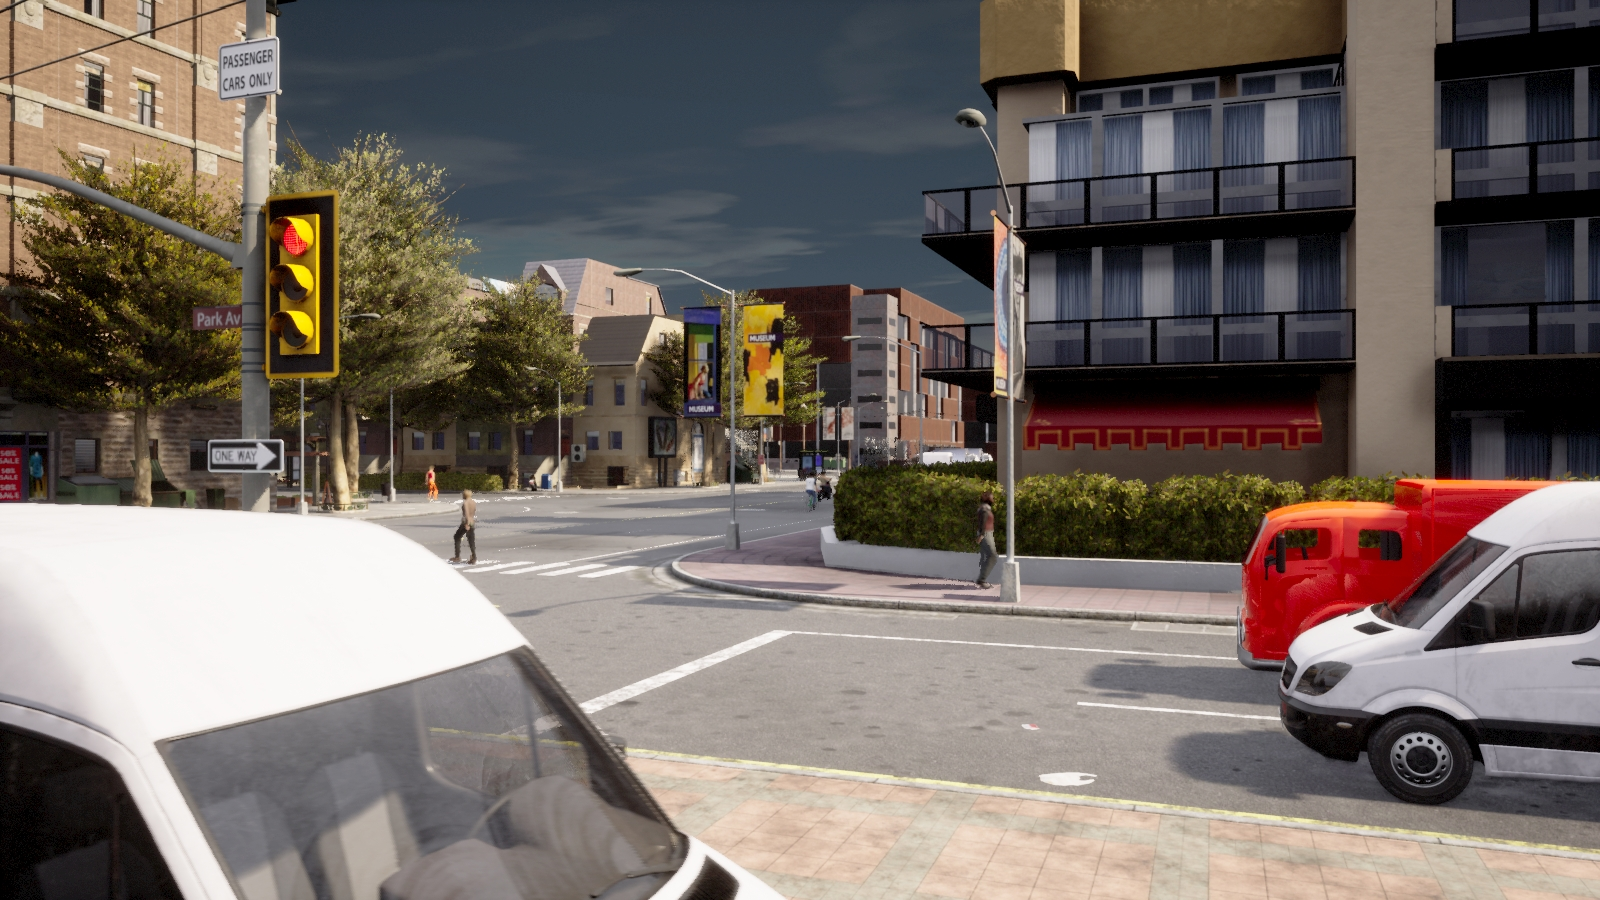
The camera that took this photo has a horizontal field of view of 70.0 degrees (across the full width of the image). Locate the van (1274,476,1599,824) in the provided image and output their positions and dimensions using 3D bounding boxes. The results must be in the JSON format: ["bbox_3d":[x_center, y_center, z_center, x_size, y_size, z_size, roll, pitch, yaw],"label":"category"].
[{"bbox_3d":[7.076,1.534,9.260,5.915,2.561,1.988,0,0,21],"label":"van"}]

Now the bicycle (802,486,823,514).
[{"bbox_3d":[0.560,2.206,50.835,0.373,1.196,1.643,0,0,20],"label":"bicycle"}]

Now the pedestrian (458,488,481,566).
[{"bbox_3d":[-8.000,1.849,27.664,0.375,1.860,0.375,0,0,23],"label":"pedestrian"}]

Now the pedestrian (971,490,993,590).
[{"bbox_3d":[3.439,1.696,21.603,0.375,1.860,0.375,0,0,4],"label":"pedestrian"}]

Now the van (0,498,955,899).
[{"bbox_3d":[-2.566,1.534,4.243,5.915,2.561,1.988,0,0,23],"label":"van"}]

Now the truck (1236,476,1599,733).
[{"bbox_3d":[7.678,1.568,12.781,5.204,2.467,2.627,0,0,20],"label":"truck"}]

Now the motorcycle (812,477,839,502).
[{"bbox_3d":[1.395,2.170,63.093,0.764,1.277,2.356,0,0,20],"label":"motorcycle"}]

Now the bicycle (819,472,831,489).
[{"bbox_3d":[1.812,2.206,83.822,0.373,1.196,1.643,0,0,20],"label":"bicycle"}]

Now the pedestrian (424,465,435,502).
[{"bbox_3d":[-18.645,1.696,57.541,0.375,1.860,0.375,0,0,17],"label":"pedestrian"}]
